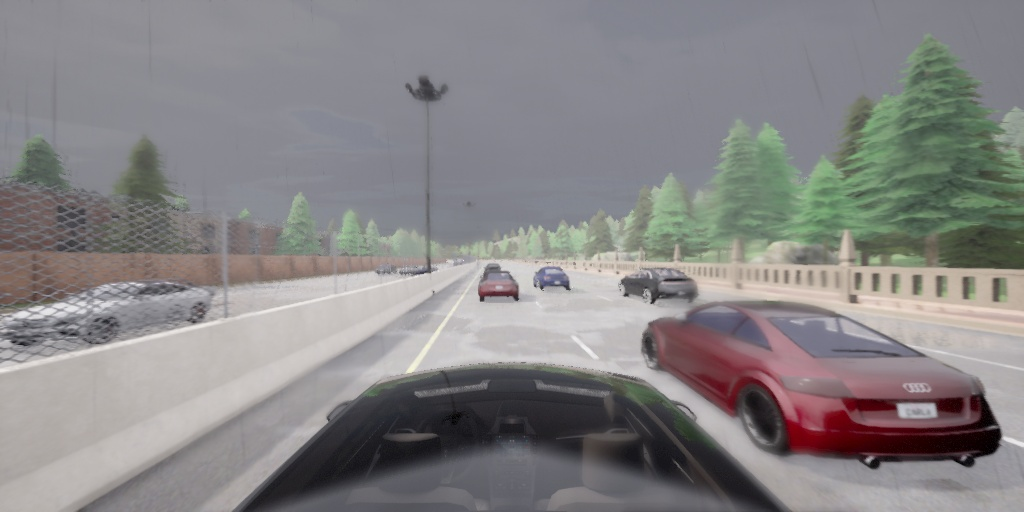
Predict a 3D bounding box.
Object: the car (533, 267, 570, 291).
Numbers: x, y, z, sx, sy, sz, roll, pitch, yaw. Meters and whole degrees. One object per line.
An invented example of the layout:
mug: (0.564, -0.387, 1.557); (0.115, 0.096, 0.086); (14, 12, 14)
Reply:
car: (2.471, 1.400, 22.989); (1.812, 1.442, 4.674); (-1, 0, -4)

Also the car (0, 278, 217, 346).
car: (-10.929, 1.453, 10.249); (1.812, 1.442, 4.674); (-1, -1, -3)

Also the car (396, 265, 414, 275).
car: (-13.230, 1.809, 46.596); (1.895, 1.301, 4.718); (-1, 0, -3)

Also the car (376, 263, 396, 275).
car: (-16.846, 1.751, 48.349); (2.128, 1.511, 4.902); (-1, 0, -3)

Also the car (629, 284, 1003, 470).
car: (3.427, 1.301, 5.071); (1.994, 1.385, 4.181); (-1, 0, -1)

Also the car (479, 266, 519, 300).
car: (-0.720, 1.441, 18.661); (1.994, 1.385, 4.181); (-1, 0, -4)

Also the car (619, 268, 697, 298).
car: (6.403, 1.276, 16.249); (2.128, 1.511, 4.902); (-1, 0, -3)

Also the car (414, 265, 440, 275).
car: (-9.331, 1.723, 40.304); (1.895, 1.301, 4.718); (-1, 0, -4)

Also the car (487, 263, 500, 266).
car: (-2.017, 1.535, 38.373); (1.837, 1.490, 4.892); (-1, 0, -4)
